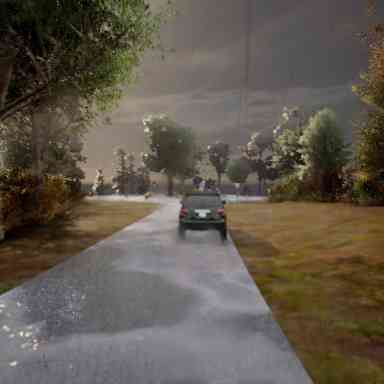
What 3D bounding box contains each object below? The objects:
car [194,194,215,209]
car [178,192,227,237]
[{"bbox_3d":[1.304,0.940,34.270,1.994,1.385,4.181,0,1,3],"label":"car"},{"bbox_3d":[0.536,0.982,16.580,2.150,2.045,5.566,0,1,2],"label":"car"}]
